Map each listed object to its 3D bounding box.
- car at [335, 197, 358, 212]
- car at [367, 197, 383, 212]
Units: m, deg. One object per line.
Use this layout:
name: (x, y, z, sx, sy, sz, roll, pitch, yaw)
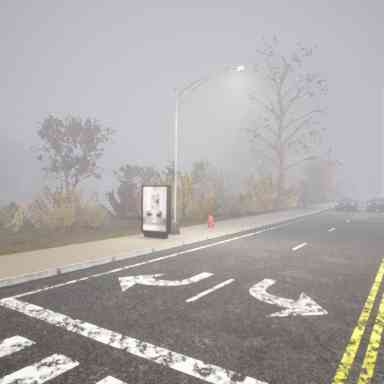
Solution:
car: (18.550, 1.390, 39.865, 2.097, 1.767, 4.553, 0, 0, 30)
car: (21.360, 1.393, 38.233, 2.097, 1.767, 4.553, 0, 0, 30)
